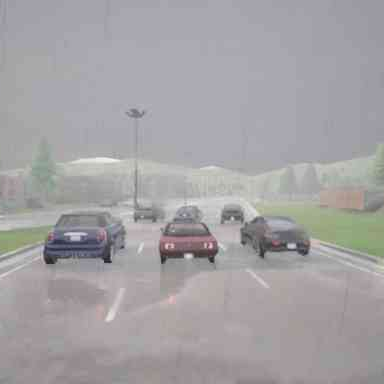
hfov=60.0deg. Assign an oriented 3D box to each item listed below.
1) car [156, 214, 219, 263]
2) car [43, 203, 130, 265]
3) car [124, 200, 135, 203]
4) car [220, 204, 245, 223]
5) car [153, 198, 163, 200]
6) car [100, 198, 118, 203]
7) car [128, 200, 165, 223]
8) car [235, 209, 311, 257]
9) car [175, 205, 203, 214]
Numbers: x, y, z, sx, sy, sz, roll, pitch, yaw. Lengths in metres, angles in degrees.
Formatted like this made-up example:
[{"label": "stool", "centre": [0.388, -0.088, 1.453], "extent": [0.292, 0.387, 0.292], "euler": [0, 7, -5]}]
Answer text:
[{"label": "car", "centre": [-0.252, 1.720, 12.512], "extent": [1.895, 1.301, 4.718], "euler": [0, -1, -4]}, {"label": "car", "centre": [-3.748, 1.471, 12.399], "extent": [2.097, 1.767, 4.553], "euler": [0, -1, -4]}, {"label": "car", "centre": [-10.960, 2.090, 59.383], "extent": [1.812, 1.442, 4.674], "euler": [0, -1, 9]}, {"label": "car", "centre": [3.391, 1.766, 27.649], "extent": [1.837, 1.490, 4.892], "euler": [0, 0, 8]}, {"label": "car", "centre": [-6.695, 1.960, 64.362], "extent": [2.097, 1.767, 4.553], "euler": [0, 0, 8]}, {"label": "car", "centre": [-14.646, 1.909, 58.361], "extent": [2.097, 1.767, 4.553], "euler": [0, -1, 8]}, {"label": "car", "centre": [-3.560, 1.763, 28.484], "extent": [2.128, 1.511, 4.902], "euler": [0, 0, 8]}, {"label": "car", "centre": [3.194, 1.651, 13.455], "extent": [1.812, 1.442, 4.674], "euler": [0, 0, -4]}, {"label": "car", "centre": [-0.219, 1.803, 27.102], "extent": [2.033, 1.411, 5.357], "euler": [0, -1, 7]}]
